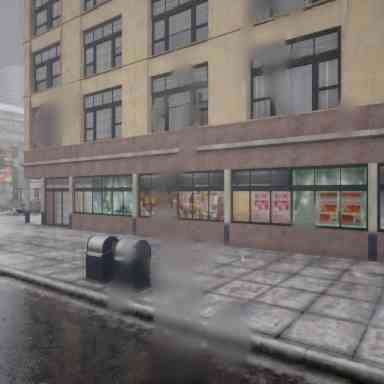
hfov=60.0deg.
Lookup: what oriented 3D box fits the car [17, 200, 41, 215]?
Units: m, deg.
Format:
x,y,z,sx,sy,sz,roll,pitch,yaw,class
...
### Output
x,y,z,sx,sy,sz,roll,pitch,yaw,class
-15.833,1.564,34.545,1.994,1.385,4.181,0,0,36,car
